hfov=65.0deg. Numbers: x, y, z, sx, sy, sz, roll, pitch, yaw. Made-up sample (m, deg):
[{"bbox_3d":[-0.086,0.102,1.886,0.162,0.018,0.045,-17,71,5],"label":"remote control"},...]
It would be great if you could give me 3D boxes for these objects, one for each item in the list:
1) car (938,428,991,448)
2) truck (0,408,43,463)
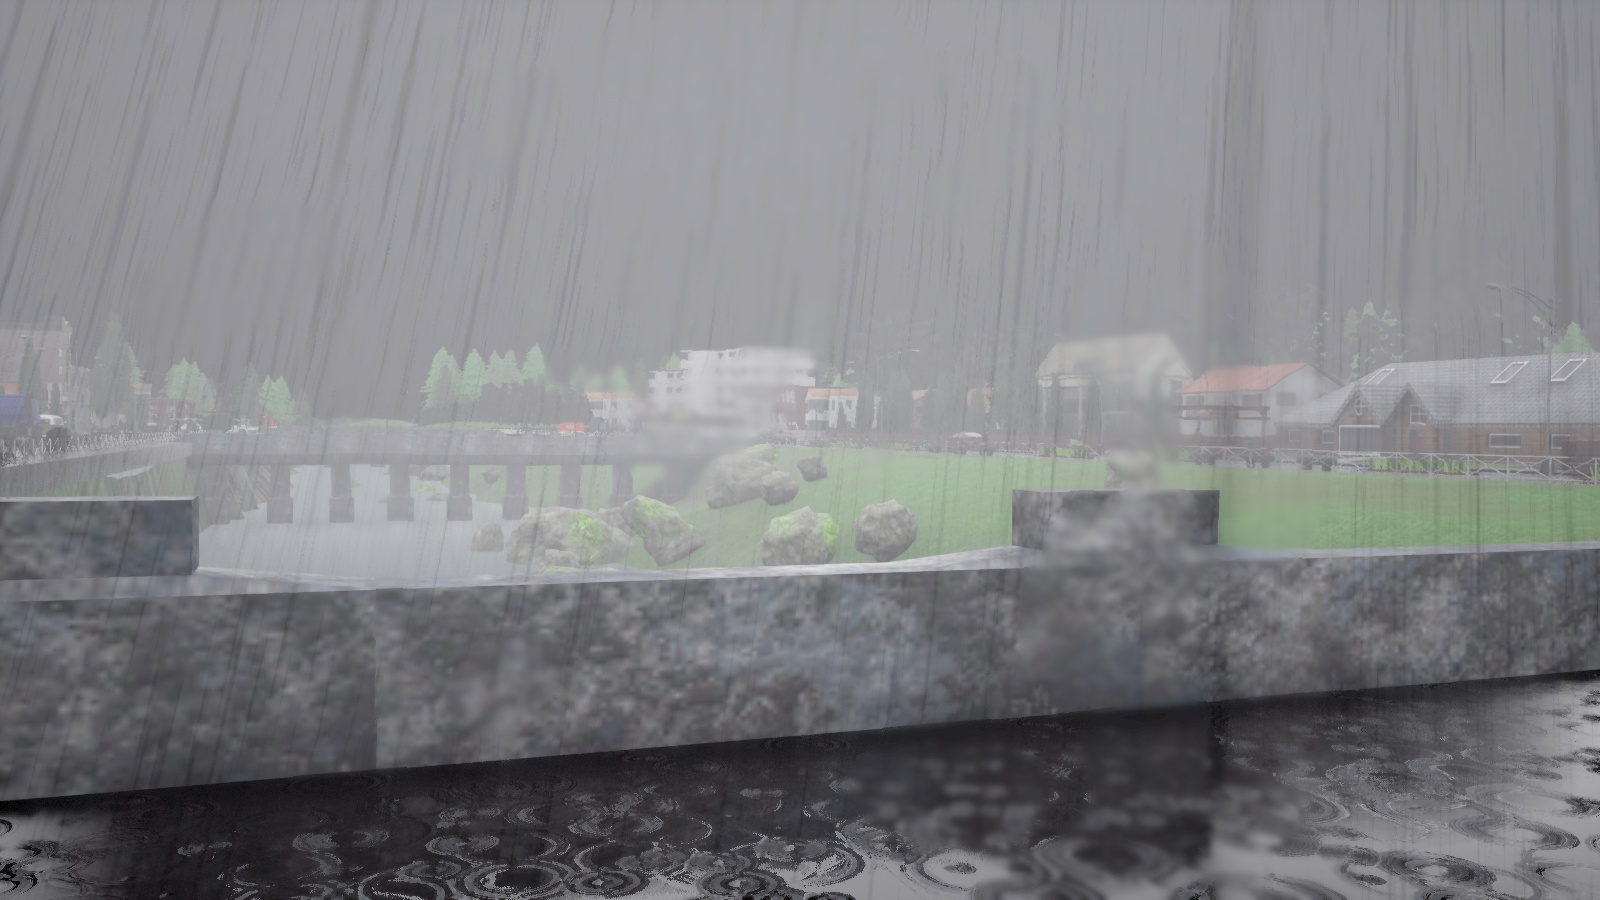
[{"bbox_3d":[12.653,-0.936,96.809,1.882,1.535,5.008,-1,1,-21],"label":"car"},{"bbox_3d":[-52.037,-0.958,82.130,2.891,3.462,7.936,-1,1,-21],"label":"truck"}]
